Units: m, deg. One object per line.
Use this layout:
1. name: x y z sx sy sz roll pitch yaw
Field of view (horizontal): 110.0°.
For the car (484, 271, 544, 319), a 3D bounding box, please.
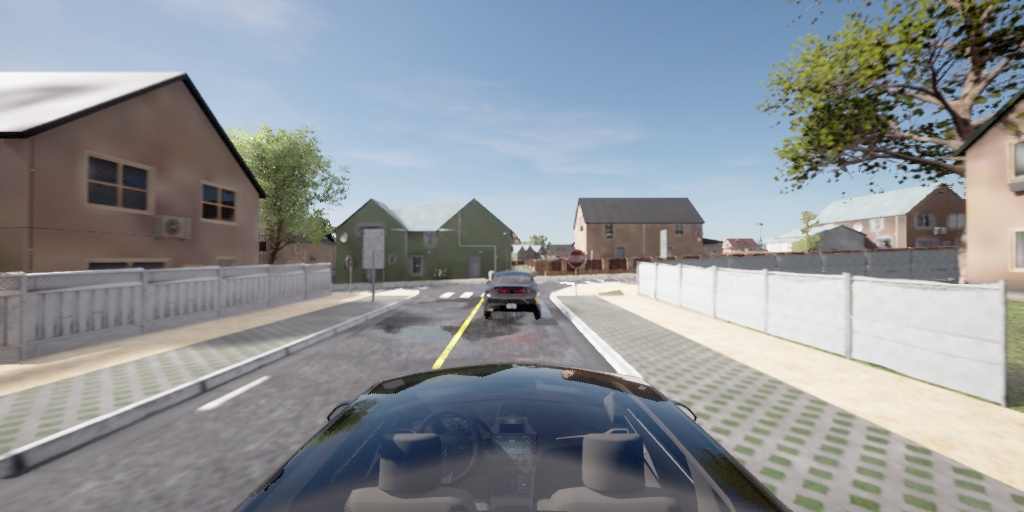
1. car: 0.082 1.291 13.049 1.837 1.490 4.892 0 -1 2
